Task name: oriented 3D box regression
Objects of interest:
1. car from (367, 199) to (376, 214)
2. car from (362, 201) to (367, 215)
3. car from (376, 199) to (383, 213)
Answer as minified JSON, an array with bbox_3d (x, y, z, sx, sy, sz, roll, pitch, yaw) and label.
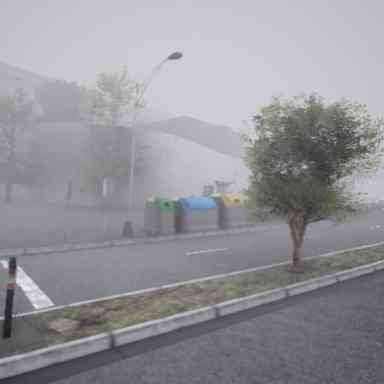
[{"bbox_3d":[15.730,1.391,33.573,4.553,1.767,2.185,0,-1,29],"label":"car"},{"bbox_3d":[13.542,1.506,31.602,5.008,1.535,2.097,0,0,29],"label":"car"},{"bbox_3d":[20.143,1.540,37.508,4.892,1.521,2.231,0,0,28],"label":"car"}]
